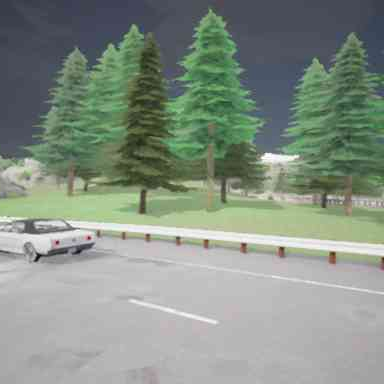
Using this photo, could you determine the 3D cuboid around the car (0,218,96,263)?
[{"bbox_3d":[-5.713,1.581,11.852,4.718,1.301,1.895,0,0,32],"label":"car"}]
